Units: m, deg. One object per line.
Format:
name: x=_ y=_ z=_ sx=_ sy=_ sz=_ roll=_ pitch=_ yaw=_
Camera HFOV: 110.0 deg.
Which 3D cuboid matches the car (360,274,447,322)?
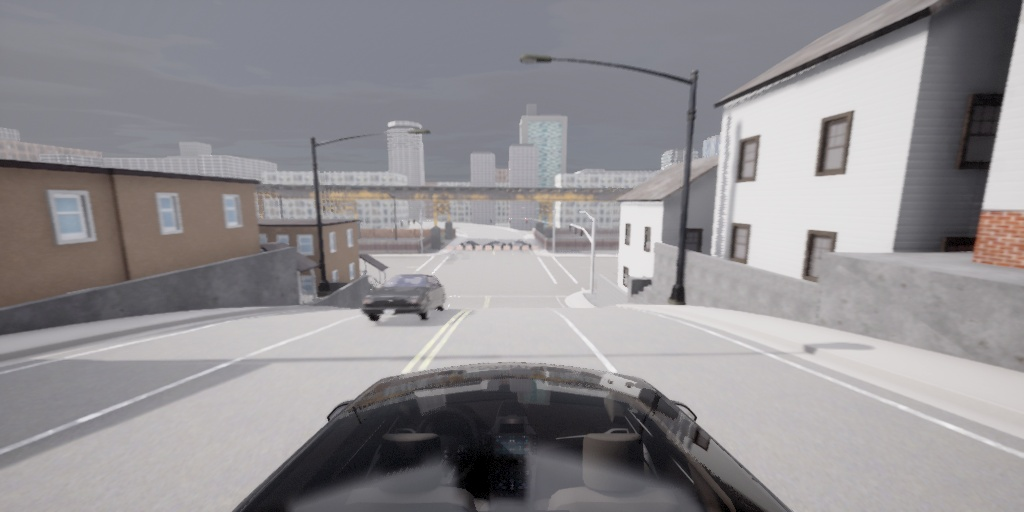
car: x=-3.532 y=1.336 z=12.833 sx=2.033 sy=1.411 sz=5.357 roll=0 pitch=-3 yaw=-2
